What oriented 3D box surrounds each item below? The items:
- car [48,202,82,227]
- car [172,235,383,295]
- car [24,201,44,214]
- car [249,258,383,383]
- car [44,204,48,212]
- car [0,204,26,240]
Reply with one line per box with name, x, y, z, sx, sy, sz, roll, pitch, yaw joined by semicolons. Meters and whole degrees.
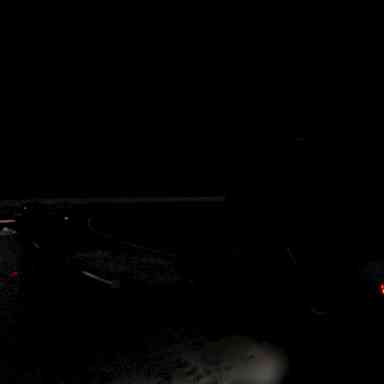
car;-8.982;1.564;23.906;1.882;1.535;5.008;0;0;-19
car;1.778;1.624;7.385;4.718;1.301;1.895;0;0;41
car;-17.780;1.704;37.491;1.994;1.385;4.181;0;0;0
car;3.114;1.550;1.794;5.357;1.411;2.033;0;0;35
car;-14.448;1.738;37.735;1.895;1.301;4.718;0;0;1
car;-9.866;1.557;17.056;2.128;1.511;4.902;0;0;-28
